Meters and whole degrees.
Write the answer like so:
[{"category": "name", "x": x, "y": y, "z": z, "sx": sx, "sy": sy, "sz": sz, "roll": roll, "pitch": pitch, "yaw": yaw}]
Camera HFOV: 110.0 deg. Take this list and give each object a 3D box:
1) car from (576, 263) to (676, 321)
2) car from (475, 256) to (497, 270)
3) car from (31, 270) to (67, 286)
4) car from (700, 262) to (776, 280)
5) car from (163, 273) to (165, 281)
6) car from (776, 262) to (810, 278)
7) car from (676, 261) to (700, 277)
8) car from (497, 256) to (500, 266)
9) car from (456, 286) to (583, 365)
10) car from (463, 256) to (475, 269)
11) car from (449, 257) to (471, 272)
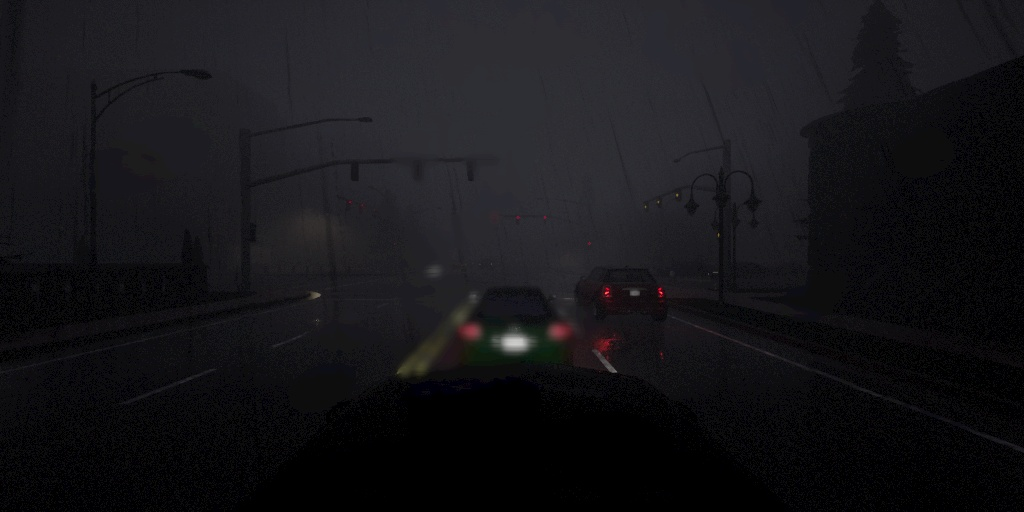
[{"category": "car", "x": 3.579, "y": 1.102, "z": 12.570, "sx": 2.097, "sy": 1.767, "sz": 4.553, "roll": 0, "pitch": 0, "yaw": 0}, {"category": "car", "x": -3.605, "y": 1.102, "z": 50.733, "sx": 2.097, "sy": 1.767, "sz": 4.553, "roll": 0, "pitch": 0, "yaw": 0}, {"category": "car", "x": -30.064, "y": 1.297, "z": 23.319, "sx": 5.357, "sy": 1.411, "sz": 2.033, "roll": 0, "pitch": 0, "yaw": 0}, {"category": "car", "x": 18.948, "y": 1.255, "z": 30.197, "sx": 4.892, "sy": 1.490, "sz": 1.837, "roll": 0, "pitch": 0, "yaw": -1}, {"category": "car", "x": -28.602, "y": 1.351, "z": 26.819, "sx": 4.718, "sy": 1.301, "sz": 1.895, "roll": 0, "pitch": 0, "yaw": 0}, {"category": "car", "x": 25.517, "y": 1.276, "z": 33.904, "sx": 4.674, "sy": 1.442, "sz": 1.812, "roll": 0, "pitch": 0, "yaw": -4}, {"category": "car", "x": 16.186, "y": 1.228, "z": 33.636, "sx": 5.008, "sy": 1.535, "sz": 1.882, "roll": 0, "pitch": 0, "yaw": -2}, {"category": "car", "x": -3.595, "y": 1.241, "z": 59.777, "sx": 2.128, "sy": 1.511, "sz": 4.902, "roll": 0, "pitch": 0, "yaw": 0}, {"category": "car", "x": 0.063, "y": 1.314, "z": 7.558, "sx": 1.994, "sy": 1.385, "sz": 4.181, "roll": 0, "pitch": 0, "yaw": 0}, {"category": "car", "x": -7.101, "y": 1.241, "z": 57.223, "sx": 2.128, "sy": 1.511, "sz": 4.902, "roll": 0, "pitch": 0, "yaw": 0}, {"category": "car", "x": -7.110, "y": 1.227, "z": 47.797, "sx": 1.882, "sy": 1.535, "sz": 5.008, "roll": 0, "pitch": 0, "yaw": 0}]
